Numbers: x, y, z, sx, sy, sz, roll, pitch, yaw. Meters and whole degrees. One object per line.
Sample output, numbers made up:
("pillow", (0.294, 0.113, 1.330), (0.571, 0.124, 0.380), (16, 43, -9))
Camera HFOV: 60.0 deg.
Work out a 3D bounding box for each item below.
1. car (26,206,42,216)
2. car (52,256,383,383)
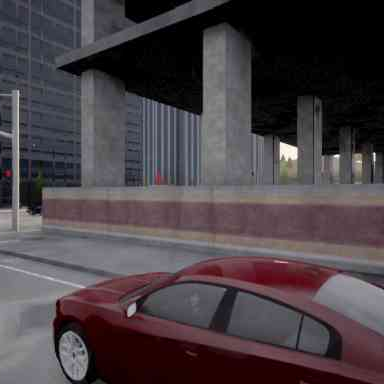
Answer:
("car", (-14.043, 1.656, 33.485), (1.895, 1.301, 4.718), (0, 0, 36))
("car", (0.476, 1.478, 3.651), (5.008, 1.535, 1.882), (0, 0, 35))
